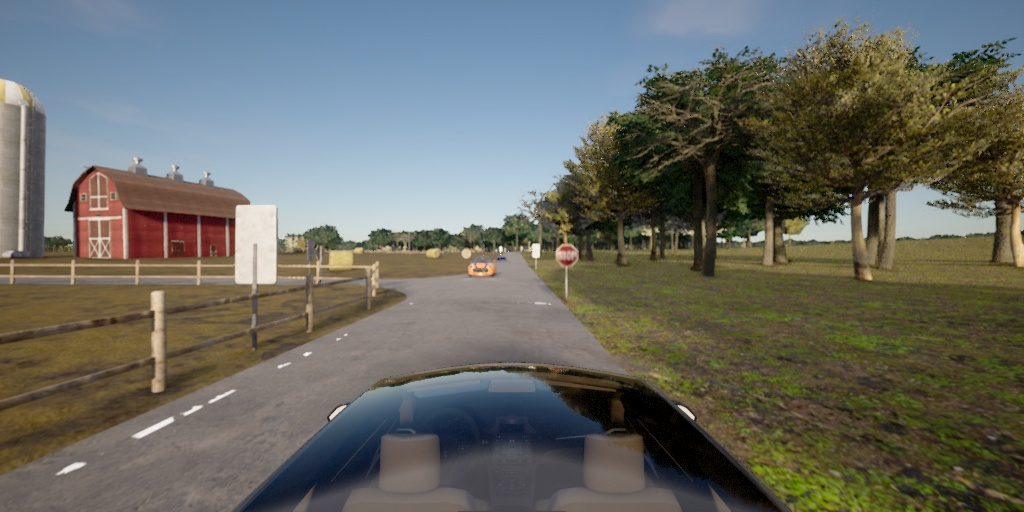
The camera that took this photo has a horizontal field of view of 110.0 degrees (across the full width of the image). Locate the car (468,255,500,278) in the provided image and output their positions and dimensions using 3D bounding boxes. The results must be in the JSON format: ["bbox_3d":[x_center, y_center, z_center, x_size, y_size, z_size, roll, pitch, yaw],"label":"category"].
[{"bbox_3d":[-2.430,0.805,30.124,2.097,1.767,4.553,0,1,1],"label":"car"}]
